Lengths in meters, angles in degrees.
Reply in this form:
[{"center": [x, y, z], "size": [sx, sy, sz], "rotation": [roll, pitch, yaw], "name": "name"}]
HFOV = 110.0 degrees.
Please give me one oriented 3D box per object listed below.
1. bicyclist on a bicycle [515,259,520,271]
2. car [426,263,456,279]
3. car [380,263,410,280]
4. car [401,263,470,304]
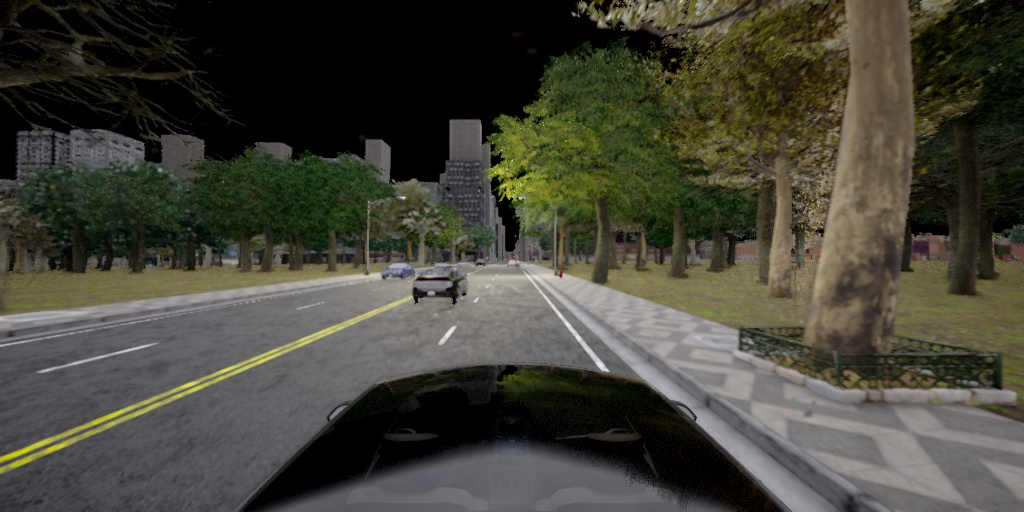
[{"center": [0.895, 1.294, 50.344], "size": [0.866, 1.612, 1.509], "rotation": [0, 0, 0], "name": "bicyclist on a bicycle"}, {"center": [-6.589, 1.354, 33.654], "size": [1.994, 1.385, 4.181], "rotation": [0, 0, 0], "name": "car"}, {"center": [-9.840, 1.310, 31.375], "size": [1.812, 1.442, 4.674], "rotation": [0, 0, 0], "name": "car"}, {"center": [-3.149, 1.250, 16.405], "size": [2.128, 1.511, 4.902], "rotation": [0, 0, 0], "name": "car"}]
